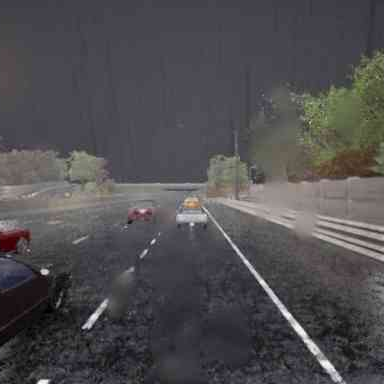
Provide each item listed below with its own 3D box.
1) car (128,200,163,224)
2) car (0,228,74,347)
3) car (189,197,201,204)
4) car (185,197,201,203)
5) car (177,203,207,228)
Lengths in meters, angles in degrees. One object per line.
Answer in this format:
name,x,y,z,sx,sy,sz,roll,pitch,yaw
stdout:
car,-3.402,1.375,24.984,2.097,1.767,4.553,0,0,0
car,-3.399,1.549,4.555,2.033,1.411,5.357,0,0,0
car,0.708,1.680,66.718,1.994,1.385,4.181,0,0,7
car,-0.002,1.546,46.137,1.882,1.535,5.008,0,0,0
car,-0.001,1.619,22.138,1.895,1.301,4.718,0,0,0
